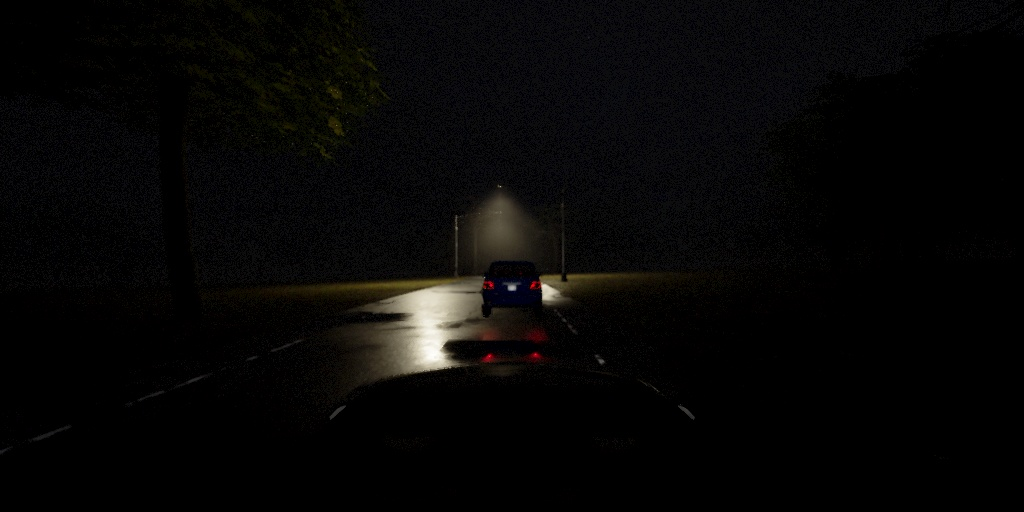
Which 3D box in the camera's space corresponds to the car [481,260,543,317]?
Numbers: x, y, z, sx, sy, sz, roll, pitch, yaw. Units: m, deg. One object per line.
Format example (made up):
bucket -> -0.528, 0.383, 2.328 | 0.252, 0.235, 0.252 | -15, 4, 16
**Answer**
car -> 0.018, 1.187, 14.471 | 2.150, 2.045, 5.566 | 0, -1, 0
